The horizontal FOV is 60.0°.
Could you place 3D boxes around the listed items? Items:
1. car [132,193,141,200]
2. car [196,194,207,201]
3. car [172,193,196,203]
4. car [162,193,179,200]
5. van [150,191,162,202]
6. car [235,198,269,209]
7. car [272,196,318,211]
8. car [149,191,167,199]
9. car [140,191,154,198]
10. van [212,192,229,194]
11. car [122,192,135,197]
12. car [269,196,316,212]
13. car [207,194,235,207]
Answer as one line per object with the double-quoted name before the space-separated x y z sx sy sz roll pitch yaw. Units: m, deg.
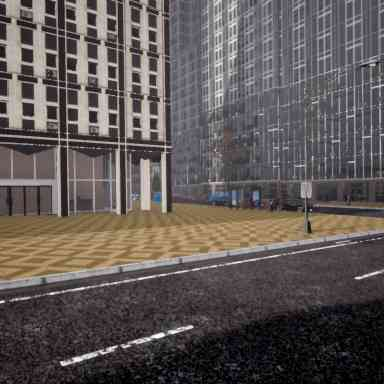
"car" -11.639 1.039 68.073 2.008 1.369 4.403 0 1 -34
"car" 1.698 1.043 63.426 1.802 1.307 4.206 0 1 -34
"car" -1.828 1.174 58.409 1.895 1.301 4.718 -1 1 -34
"car" -4.724 0.936 72.806 1.802 1.307 4.206 0 1 -34
"van" -5.218 0.937 58.691 1.690 1.788 3.998 0 1 -34
"car" 7.531 1.388 39.873 1.802 1.307 4.206 0 1 -34
"car" 11.819 1.273 38.374 1.882 1.535 5.008 -1 1 -34
"car" -7.935 0.615 77.493 2.192 1.841 5.009 0 1 -34
"car" -11.146 0.686 82.184 1.967 1.590 4.097 0 1 -34
"van" 4.907 0.855 58.733 1.690 1.788 3.998 0 1 -34
"car" -17.567 0.688 91.565 2.008 1.369 4.403 0 1 -34
"car" 10.728 1.424 35.171 1.947 1.339 4.313 0 1 -34
"car" 4.369 1.319 44.595 1.947 1.339 4.313 0 1 -34
